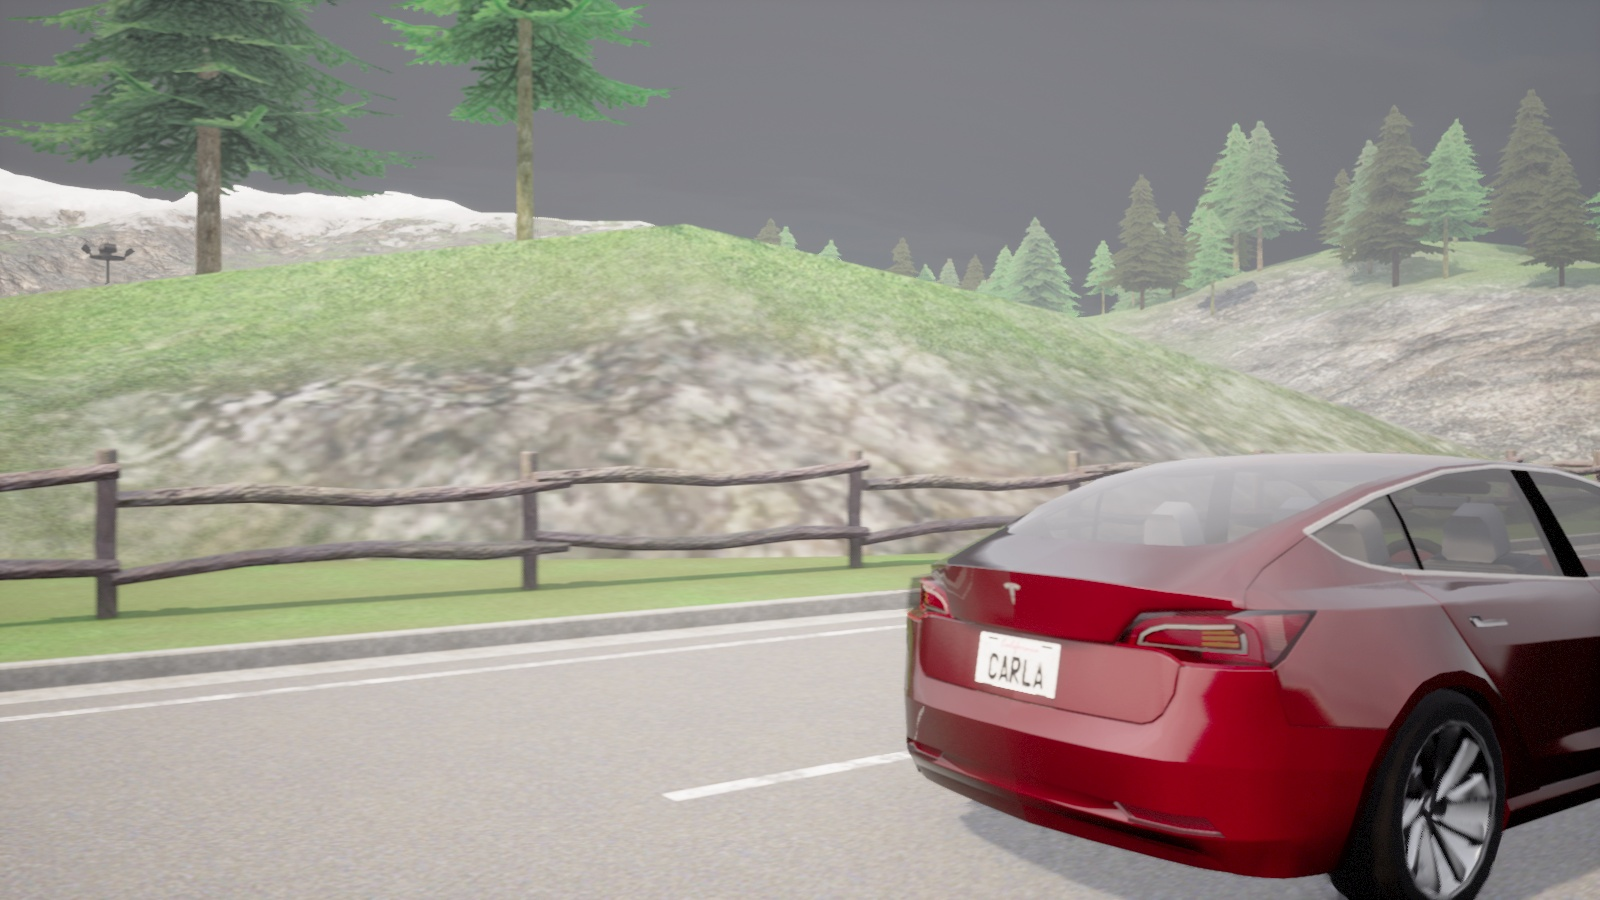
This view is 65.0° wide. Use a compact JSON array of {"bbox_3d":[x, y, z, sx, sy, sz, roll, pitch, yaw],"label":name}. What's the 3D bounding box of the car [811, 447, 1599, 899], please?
[{"bbox_3d":[2.631,0.735,5.490,4.792,1.488,2.163,0,0,-35],"label":"car"}]
